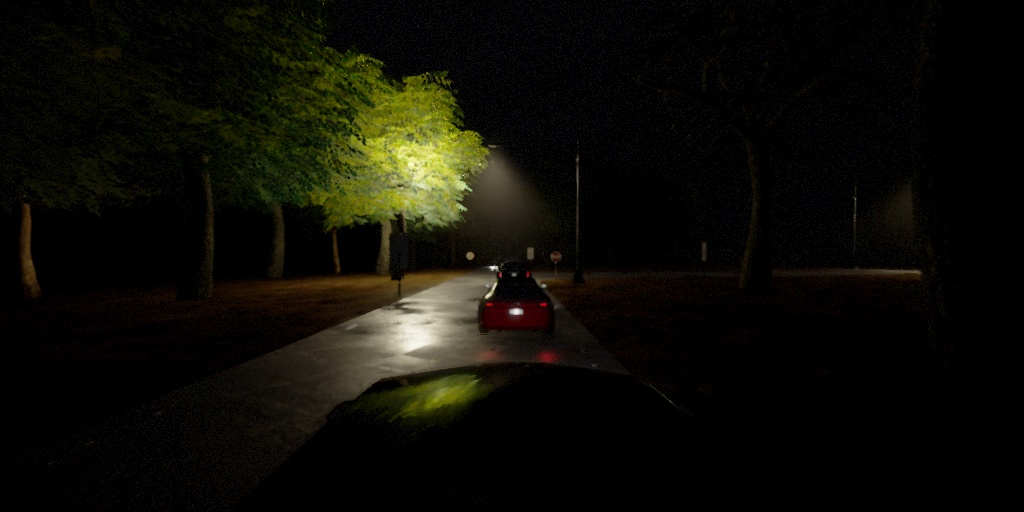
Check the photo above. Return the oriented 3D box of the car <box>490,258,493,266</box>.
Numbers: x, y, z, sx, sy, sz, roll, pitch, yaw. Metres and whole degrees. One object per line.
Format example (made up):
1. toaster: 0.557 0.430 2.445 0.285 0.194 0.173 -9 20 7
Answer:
1. car: -2.880 1.005 64.382 2.128 1.511 4.902 0 0 1

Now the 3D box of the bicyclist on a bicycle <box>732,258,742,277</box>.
1. bicyclist on a bicycle: 18.611 0.994 29.457 0.582 1.620 1.656 -1 0 1

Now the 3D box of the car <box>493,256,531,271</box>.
1. car: 0.132 1.064 22.334 2.097 1.767 4.553 0 0 0

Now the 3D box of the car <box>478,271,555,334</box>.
1. car: 0.113 1.301 10.550 1.994 1.385 4.181 0 0 0
